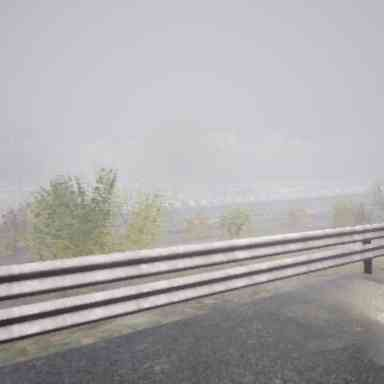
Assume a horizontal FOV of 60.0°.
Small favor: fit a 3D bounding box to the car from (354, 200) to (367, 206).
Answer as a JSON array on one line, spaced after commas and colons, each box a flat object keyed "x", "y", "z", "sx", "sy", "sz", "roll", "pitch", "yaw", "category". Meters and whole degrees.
[{"x": 28.595, "y": 2.109, "z": 58.361, "sx": 4.674, "sy": 1.442, "sz": 1.812, "roll": -4, "pitch": 2, "yaw": -20, "category": "car"}]

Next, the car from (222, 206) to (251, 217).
[{"x": 7.776, "y": 3.335, "z": 57.999, "sx": 4.718, "sy": 1.301, "sz": 1.895, "roll": -4, "pitch": 2, "yaw": -21, "category": "car"}]

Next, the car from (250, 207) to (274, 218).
[{"x": 10.311, "y": 3.206, "z": 51.468, "sx": 4.553, "sy": 1.767, "sz": 2.097, "roll": -4, "pitch": 2, "yaw": -21, "category": "car"}]

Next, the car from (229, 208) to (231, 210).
[{"x": 8.987, "y": 3.149, "z": 54.708, "sx": 4.553, "sy": 1.767, "sz": 2.097, "roll": -4, "pitch": 2, "yaw": -21, "category": "car"}]
